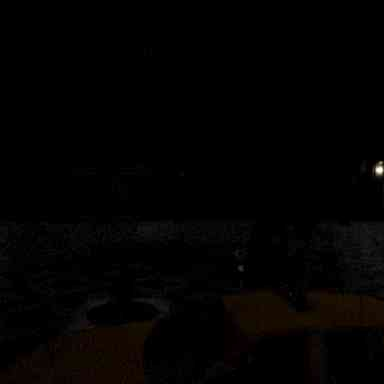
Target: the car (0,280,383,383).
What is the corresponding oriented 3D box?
[{"bbox_3d":[0.640,1.529,2.949,4.829,1.417,1.752,1,0,-4],"label":"car"}]
